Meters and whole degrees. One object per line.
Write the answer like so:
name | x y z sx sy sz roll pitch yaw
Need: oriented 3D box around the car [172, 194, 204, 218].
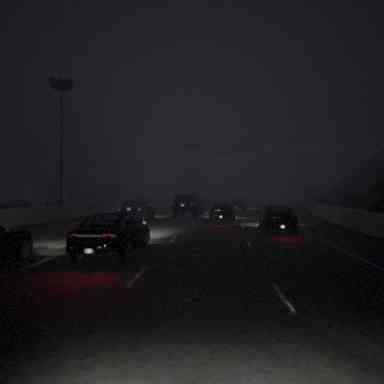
car | -0.288 1.240 30.983 2.150 2.045 5.566 0 0 11

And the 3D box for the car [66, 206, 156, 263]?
car | -2.815 1.494 12.070 2.128 1.511 4.902 0 0 4

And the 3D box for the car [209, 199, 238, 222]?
car | 2.452 1.526 26.303 1.837 1.490 4.892 0 0 9

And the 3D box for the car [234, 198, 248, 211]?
car | 5.994 1.542 42.517 1.837 1.490 4.892 0 0 15

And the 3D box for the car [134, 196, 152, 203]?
car | -10.455 1.559 70.893 1.994 1.385 4.181 0 0 22

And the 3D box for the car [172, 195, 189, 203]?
car | -2.484 1.489 71.791 1.882 1.535 5.008 0 0 22

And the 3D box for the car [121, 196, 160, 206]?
car | -4.461 1.361 27.391 2.097 1.767 4.553 0 0 9

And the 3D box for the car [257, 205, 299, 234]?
car | 4.998 1.526 19.594 1.837 1.490 4.892 0 0 7

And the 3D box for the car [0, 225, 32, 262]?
car | -6.508 1.472 9.440 1.882 1.535 5.008 0 0 3

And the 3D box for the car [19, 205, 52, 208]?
car | -14.399 1.596 32.740 1.895 1.301 4.718 0 0 11
